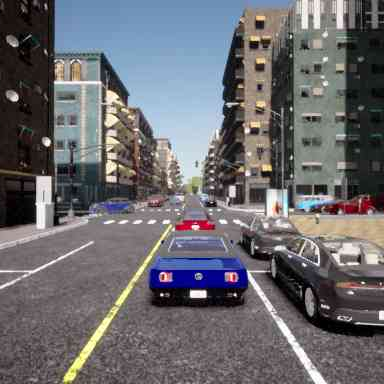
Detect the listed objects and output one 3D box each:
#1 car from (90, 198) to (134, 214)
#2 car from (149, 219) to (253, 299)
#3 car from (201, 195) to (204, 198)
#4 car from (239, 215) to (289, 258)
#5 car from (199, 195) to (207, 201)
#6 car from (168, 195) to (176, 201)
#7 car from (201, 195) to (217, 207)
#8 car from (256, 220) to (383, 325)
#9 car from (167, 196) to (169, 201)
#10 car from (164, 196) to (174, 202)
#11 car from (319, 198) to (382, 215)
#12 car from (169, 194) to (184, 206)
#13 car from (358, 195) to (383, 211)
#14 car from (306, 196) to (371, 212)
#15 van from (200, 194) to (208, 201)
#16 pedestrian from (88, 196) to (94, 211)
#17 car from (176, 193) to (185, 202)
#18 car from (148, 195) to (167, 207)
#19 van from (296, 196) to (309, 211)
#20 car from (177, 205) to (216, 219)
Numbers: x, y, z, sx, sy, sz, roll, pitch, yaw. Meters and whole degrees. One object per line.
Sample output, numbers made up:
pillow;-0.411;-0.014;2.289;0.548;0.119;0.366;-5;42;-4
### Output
car;-8.662;1.458;36.050;4.553;1.767;2.097;0;-1;-30
car;0.127;1.603;8.386;1.895;1.301;4.718;0;0;0
car;2.888;1.603;56.332;1.802;1.307;4.206;1;0;0
car;2.872;1.555;12.568;2.008;1.369;4.403;1;0;0
car;2.999;1.582;89.758;1.887;1.381;4.507;1;0;0
car;-5.381;1.603;89.826;1.947;1.339;4.313;1;0;0
car;2.869;1.585;50.761;1.947;1.339;4.313;1;0;0
car;2.854;1.553;6.998;2.008;1.369;4.403;1;0;0
car;-5.492;1.566;56.400;1.887;1.381;4.507;1;0;0
car;-5.418;1.597;78.684;1.947;1.339;4.313;1;0;0
car;13.800;1.413;29.163;4.206;1.307;1.802;0;0;1
car;-2.897;1.569;57.228;2.033;1.411;5.357;0;0;0
car;19.415;1.228;37.487;5.009;1.841;2.192;0;0;1
car;15.289;1.453;34.946;5.357;1.411;2.033;0;-1;1
van;2.965;1.373;78.618;1.690;1.788;3.998;1;0;0
pedestrian;-12.393;1.347;40.777;0.375;1.860;0.375;0;0;1
car;-2.758;1.254;72.822;2.150;2.045;5.566;0;0;0
car;-5.507;1.334;50.829;2.192;1.841;5.009;1;0;0
van;13.888;1.296;37.544;3.998;1.788;1.690;0;0;1
car;0.152;1.570;17.249;1.994;1.385;4.181;0;0;0
